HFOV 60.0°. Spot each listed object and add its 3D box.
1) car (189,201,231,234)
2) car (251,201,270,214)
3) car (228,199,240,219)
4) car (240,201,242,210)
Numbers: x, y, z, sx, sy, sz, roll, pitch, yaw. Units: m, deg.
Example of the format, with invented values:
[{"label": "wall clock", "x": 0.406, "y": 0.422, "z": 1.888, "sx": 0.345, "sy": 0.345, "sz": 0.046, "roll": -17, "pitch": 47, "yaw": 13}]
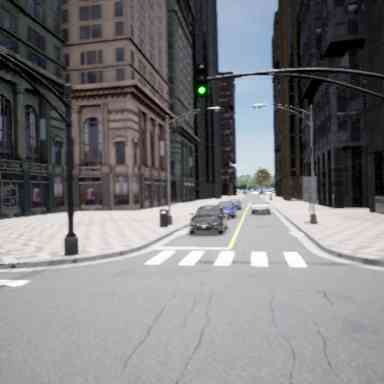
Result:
[{"label": "car", "x": 1.052, "y": 1.549, "z": 19.680, "sx": 1.837, "sy": 1.490, "sz": 4.892, "roll": -1, "pitch": 0, "yaw": 10}, {"label": "car", "x": 7.193, "y": 1.559, "z": 34.985, "sx": 1.895, "sy": 1.301, "sz": 4.718, "roll": -1, "pitch": 0, "yaw": 11}, {"label": "car", "x": 2.976, "y": 1.561, "z": 29.800, "sx": 1.812, "sy": 1.442, "sz": 4.674, "roll": -1, "pitch": 0, "yaw": 11}, {"label": "car", "x": 5.367, "y": 1.573, "z": 42.414, "sx": 2.033, "sy": 1.411, "sz": 5.357, "roll": -1, "pitch": 0, "yaw": 11}]
